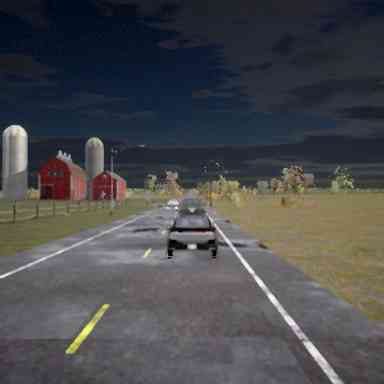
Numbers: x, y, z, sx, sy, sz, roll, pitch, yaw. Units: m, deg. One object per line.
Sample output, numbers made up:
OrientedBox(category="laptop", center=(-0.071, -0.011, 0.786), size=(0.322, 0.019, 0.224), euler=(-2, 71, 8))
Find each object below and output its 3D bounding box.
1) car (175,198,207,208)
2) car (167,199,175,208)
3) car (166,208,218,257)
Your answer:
OrientedBox(category="car", center=(0.022, 1.498, 27.576), size=(2.150, 2.045, 5.566), euler=(0, 0, 0))
OrientedBox(category="car", center=(-3.494, 2.107, 61.152), size=(1.812, 1.442, 4.674), euler=(0, -1, 1))
OrientedBox(category="car", center=(0.025, 1.629, 13.494), size=(2.128, 1.511, 4.902), euler=(0, 0, 0))
